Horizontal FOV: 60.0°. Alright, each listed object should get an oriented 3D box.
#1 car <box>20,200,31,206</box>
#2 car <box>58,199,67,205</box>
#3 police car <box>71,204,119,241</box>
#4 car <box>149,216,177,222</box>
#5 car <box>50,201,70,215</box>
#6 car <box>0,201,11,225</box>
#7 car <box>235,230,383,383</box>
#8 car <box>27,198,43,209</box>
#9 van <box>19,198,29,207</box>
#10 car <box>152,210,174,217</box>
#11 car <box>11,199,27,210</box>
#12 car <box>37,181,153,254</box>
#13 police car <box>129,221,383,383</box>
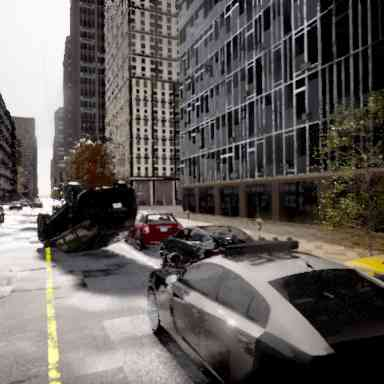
[{"bbox_3d":[-39.374,2.542,78.769,2.008,1.369,4.403,0,-1,-24],"label":"car"},{"bbox_3d":[-34.007,2.540,87.342,2.008,1.369,4.403,-1,-1,-24],"label":"car"},{"bbox_3d":[-5.680,1.576,18.990,1.930,1.638,5.238,-1,0,-24],"label":"police car"},{"bbox_3d":[0.409,1.600,9.683,1.947,1.339,4.313,0,0,-24],"label":"car"},{"bbox_3d":[-15.975,1.890,40.106,2.128,1.511,4.902,-1,0,-23],"label":"car"},{"bbox_3d":[-16.432,1.643,27.000,2.192,1.841,5.009,0,0,-24],"label":"car"},{"bbox_3d":[2.634,1.510,4.661,1.752,1.417,4.829,0,0,-24],"label":"car"},{"bbox_3d":[-27.958,2.040,59.636,2.097,1.767,4.553,-1,0,-24],"label":"car"},{"bbox_3d":[-37.082,2.257,73.595,1.690,1.788,3.998,0,-1,-24],"label":"van"},{"bbox_3d":[-1.887,1.525,14.861,1.967,1.590,4.097,0,0,-24],"label":"car"},{"bbox_3d":[-27.902,2.207,52.883,1.947,1.339,4.313,0,-1,-24],"label":"car"},{"bbox_3d":[-4.190,1.303,13.030,2.150,2.045,5.566,-4,-18,-42],"label":"car"},{"bbox_3d":[0.802,1.431,4.363,1.930,1.638,5.238,-1,0,-24],"label":"police car"}]
